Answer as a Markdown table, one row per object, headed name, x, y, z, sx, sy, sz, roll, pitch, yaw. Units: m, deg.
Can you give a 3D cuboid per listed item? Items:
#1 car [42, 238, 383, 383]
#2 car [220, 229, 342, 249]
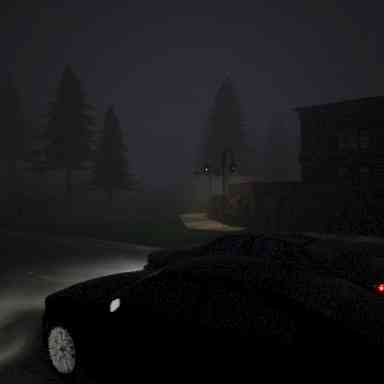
| name | x | y | z | sx | sy | sz | roll | pitch | yaw |
| --- | --- | --- | --- | --- | --- | --- | --- | --- | --- |
| car | 0.285 | 1.478 | 3.783 | 5.008 | 1.535 | 1.882 | 0 | 0 | 36 |
| car | 1.439 | 1.547 | 7.263 | 5.357 | 1.411 | 2.033 | 0 | 0 | 36 |
